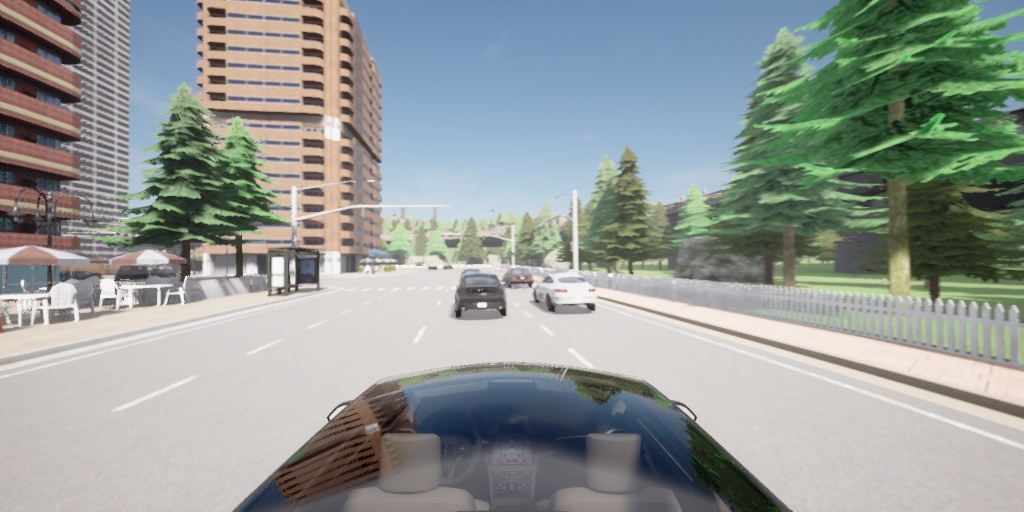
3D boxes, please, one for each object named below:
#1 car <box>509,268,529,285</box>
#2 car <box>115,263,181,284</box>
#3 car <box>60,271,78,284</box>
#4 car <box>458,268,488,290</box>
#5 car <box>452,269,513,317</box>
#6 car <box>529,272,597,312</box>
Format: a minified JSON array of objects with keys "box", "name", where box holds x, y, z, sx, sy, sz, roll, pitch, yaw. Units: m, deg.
[{"box":[0.432,1.638,27.780,2.033,1.411,5.357,-1,-1,-7],"name":"car"},{"box":[-36.218,1.902,36.081,5.566,2.045,2.150,-1,-1,-7],"name":"car"},{"box":[-49.942,2.338,37.800,5.008,1.535,1.882,-1,-1,-8],"name":"car"},{"box":[-3.034,1.672,27.287,2.033,1.411,5.357,-1,-1,-7],"name":"car"},{"box":[-1.285,1.434,14.234,1.837,1.490,4.892,-1,-1,-7],"name":"car"},{"box":[2.126,1.430,15.170,1.812,1.442,4.674,-1,-1,-7],"name":"car"}]
